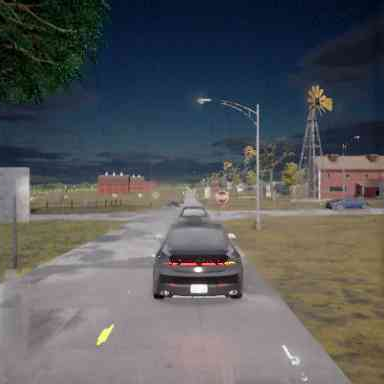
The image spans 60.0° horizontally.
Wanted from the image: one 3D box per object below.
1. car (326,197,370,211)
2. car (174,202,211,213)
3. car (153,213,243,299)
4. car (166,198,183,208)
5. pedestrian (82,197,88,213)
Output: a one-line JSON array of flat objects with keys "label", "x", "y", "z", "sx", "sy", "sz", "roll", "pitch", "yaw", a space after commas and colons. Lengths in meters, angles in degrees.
[{"label": "car", "x": 16.180, "y": 1.233, "z": 34.615, "sx": 4.181, "sy": 1.385, "sz": 1.994, "roll": -1, "pitch": 1, "yaw": 0}, {"label": "car", "x": 0.104, "y": 1.532, "z": 18.959, "sx": 1.812, "sy": 1.442, "sz": 4.674, "roll": 0, "pitch": 0, "yaw": 0}, {"label": "car", "x": 0.107, "y": 1.501, "z": 8.420, "sx": 1.837, "sy": 1.490, "sz": 4.892, "roll": 0, "pitch": 0, "yaw": -1}, {"label": "car", "x": -2.814, "y": 1.714, "z": 50.395, "sx": 1.895, "sy": 1.301, "sz": 4.718, "roll": 0, "pitch": 0, "yaw": 0}, {"label": "pedestrian", "x": -12.137, "y": 1.486, "z": 37.800, "sx": 0.375, "sy": 1.860, "sz": 0.375, "roll": 0, "pitch": 2, "yaw": 0}]
